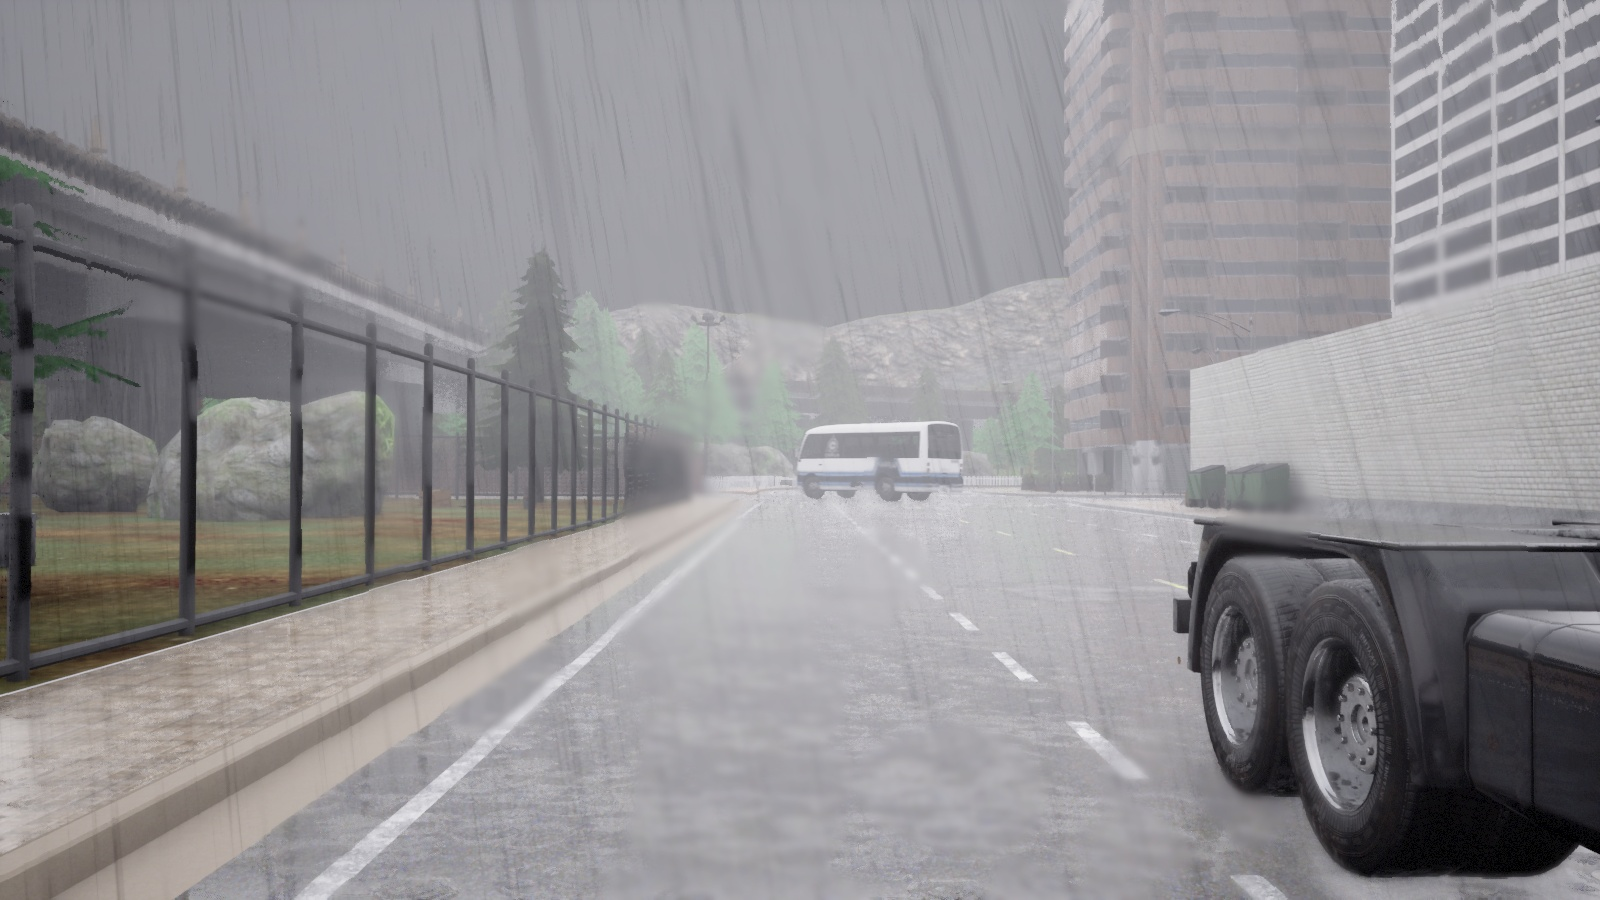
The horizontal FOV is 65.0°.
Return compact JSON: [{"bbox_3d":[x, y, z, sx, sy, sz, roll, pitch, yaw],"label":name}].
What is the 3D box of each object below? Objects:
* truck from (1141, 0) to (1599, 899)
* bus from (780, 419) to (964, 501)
[{"bbox_3d":[3.487,-0.123,3.466,2.891,3.462,7.936,0,-1,0],"label":"truck"},{"bbox_3d":[3.825,0.630,69.986,3.944,4.253,10.273,2,-2,-44],"label":"bus"}]
